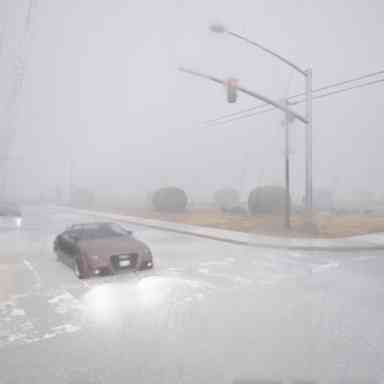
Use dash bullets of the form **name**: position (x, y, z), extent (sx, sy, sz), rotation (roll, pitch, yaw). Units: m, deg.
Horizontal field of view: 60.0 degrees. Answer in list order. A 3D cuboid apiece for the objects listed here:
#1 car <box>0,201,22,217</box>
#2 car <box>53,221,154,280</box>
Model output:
- **car**: position (-16.944, 1.574, 30.519), extent (1.812, 1.442, 4.674), rotation (0, 1, -35)
- **car**: position (-2.851, 1.617, 10.175), extent (1.994, 1.385, 4.181), rotation (0, 1, -35)
